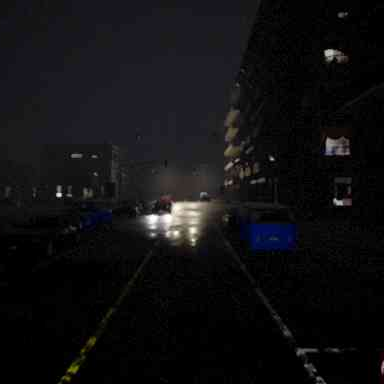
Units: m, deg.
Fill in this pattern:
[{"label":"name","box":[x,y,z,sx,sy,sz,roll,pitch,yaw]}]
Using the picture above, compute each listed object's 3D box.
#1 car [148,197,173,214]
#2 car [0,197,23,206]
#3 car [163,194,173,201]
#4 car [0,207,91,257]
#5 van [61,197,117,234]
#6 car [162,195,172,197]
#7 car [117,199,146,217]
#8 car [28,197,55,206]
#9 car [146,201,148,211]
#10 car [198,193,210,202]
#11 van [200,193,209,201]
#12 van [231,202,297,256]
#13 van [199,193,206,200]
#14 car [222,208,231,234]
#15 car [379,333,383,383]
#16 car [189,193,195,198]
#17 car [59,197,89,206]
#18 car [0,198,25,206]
[{"label":"car","box":[-3.032,1.505,34.533,1.895,1.301,4.718,0,0,1]},{"label":"car","box":[-26.368,1.355,47.131,4.097,1.590,1.967,0,0,1]},{"label":"car","box":[-5.663,1.284,79.004,1.887,1.381,4.507,1,0,0]},{"label":"car","box":[-5.644,1.513,12.776,1.887,1.381,4.507,1,0,0]},{"label":"van","box":[-5.640,1.293,18.421,1.690,1.788,3.998,1,0,0]},{"label":"car","box":[-5.665,1.344,73.423,1.802,1.307,4.206,1,0,0]},{"label":"car","box":[-5.639,1.359,29.713,1.967,1.590,4.097,1,0,0]},{"label":"car","box":[-25.188,1.574,55.753,4.313,1.339,1.947,0,0,1]},{"label":"car","box":[-5.639,1.446,35.359,1.887,1.381,4.507,1,0,0]},{"label":"car","box":[2.715,1.335,67.877,2.008,1.369,4.403,1,0,0]},{"label":"van","box":[2.719,1.103,73.456,1.690,1.788,3.998,1,0,0]},{"label":"van","box":[2.707,1.309,12.807,1.690,1.788,3.998,1,0,0]},{"label":"van","box":[2.722,1.057,84.618,1.690,1.788,3.998,1,0,0]},{"label":"car","box":[2.704,1.518,18.453,1.947,1.339,4.313,1,0,0]},{"label":"car","box":[2.701,1.541,1.516,1.887,1.381,4.507,1,0,0]},{"label":"car","box":[0.018,1.053,92.784,2.033,1.411,5.357,0,0,0]},{"label":"car","box":[-19.706,1.533,55.676,4.403,1.369,2.008,0,0,1]},{"label":"car","box":[-30.667,1.615,55.828,4.206,1.307,1.802,0,0,1]}]
